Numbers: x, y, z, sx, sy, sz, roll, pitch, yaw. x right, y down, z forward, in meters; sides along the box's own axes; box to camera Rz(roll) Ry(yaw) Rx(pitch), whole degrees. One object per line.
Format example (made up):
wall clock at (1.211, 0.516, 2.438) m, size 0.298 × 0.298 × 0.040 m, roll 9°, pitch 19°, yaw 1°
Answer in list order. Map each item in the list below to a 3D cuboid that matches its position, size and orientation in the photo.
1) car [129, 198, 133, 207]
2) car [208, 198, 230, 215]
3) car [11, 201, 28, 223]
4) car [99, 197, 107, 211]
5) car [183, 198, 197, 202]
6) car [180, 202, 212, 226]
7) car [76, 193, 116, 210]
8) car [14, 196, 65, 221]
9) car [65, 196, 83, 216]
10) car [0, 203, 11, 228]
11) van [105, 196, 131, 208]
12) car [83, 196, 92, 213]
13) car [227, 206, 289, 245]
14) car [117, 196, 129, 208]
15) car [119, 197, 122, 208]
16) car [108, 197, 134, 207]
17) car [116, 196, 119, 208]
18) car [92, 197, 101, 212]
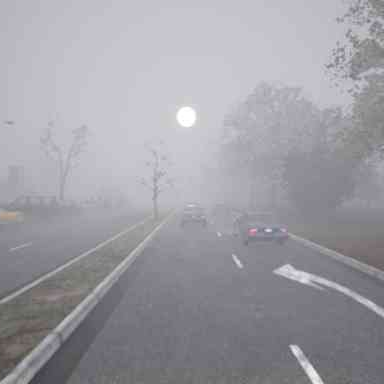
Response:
car at (-13.717, 1.718, 57.830) m, size 5.566 × 2.045 × 2.435 m, roll -1°, pitch -1°, yaw -20°
car at (3.103, 1.718, 36.319) m, size 2.128 × 1.511 × 4.902 m, roll 0°, pitch -1°, yaw 0°
car at (-13.982, 1.598, 21.718) m, size 5.366 × 1.575 × 1.946 m, roll -1°, pitch 0°, yaw -20°
car at (-13.818, 1.820, 42.775) m, size 4.792 × 1.488 × 2.163 m, roll -1°, pitch 0°, yaw -20°
car at (0.105, 1.846, 41.340) m, size 1.994 × 1.385 × 4.181 m, roll 0°, pitch -1°, yaw 0°
car at (0.103, 1.670, 24.163) m, size 2.033 × 1.411 × 5.357 m, roll 0°, pitch 0°, yaw 0°
car at (-13.819, 1.574, 45.781) m, size 5.566 × 2.045 × 2.435 m, roll -1°, pitch 0°, yaw -20°
car at (-13.832, 1.390, 27.771) m, size 5.566 × 2.045 × 2.435 m, roll -1°, pitch 0°, yaw -20°
car at (-13.771, 1.568, 33.797) m, size 4.553 × 1.767 × 2.185 m, roll -1°, pitch 0°, yaw -20°
car at (-13.637, 1.575, 18.852) m, size 5.366 × 1.575 × 1.946 m, roll -1°, pitch -1°, yaw -20°
van at (-13.601, 1.779, 60.866) m, size 4.442 × 1.987 × 1.878 m, roll -1°, pitch -1°, yaw -19°
car at (-13.831, 1.599, 36.782) m, size 4.553 × 1.767 × 2.185 m, roll -1°, pitch -1°, yaw -20°
car at (3.102, 1.622, 15.949) m, size 2.033 × 1.411 × 5.357 m, roll 0°, pitch 0°, yaw 0°
car at (-13.789, 1.682, 54.794) m, size 5.566 × 2.045 × 2.435 m, roll -1°, pitch 0°, yaw -20°
car at (-13.769, 1.937, 51.795) m, size 4.674 × 1.452 × 2.002 m, roll -1°, pitch 0°, yaw -20°
car at (-13.627, 1.916, 63.843) m, size 4.553 × 1.767 × 2.185 m, roll -1°, pitch 0°, yaw -19°
car at (-13.958, 1.860, 48.728) m, size 5.366 × 1.575 × 1.946 m, roll -1°, pitch 0°, yaw -20°
car at (-13.803, 1.758, 39.791) m, size 4.892 × 1.521 × 2.231 m, roll -1°, pitch -1°, yaw -20°
